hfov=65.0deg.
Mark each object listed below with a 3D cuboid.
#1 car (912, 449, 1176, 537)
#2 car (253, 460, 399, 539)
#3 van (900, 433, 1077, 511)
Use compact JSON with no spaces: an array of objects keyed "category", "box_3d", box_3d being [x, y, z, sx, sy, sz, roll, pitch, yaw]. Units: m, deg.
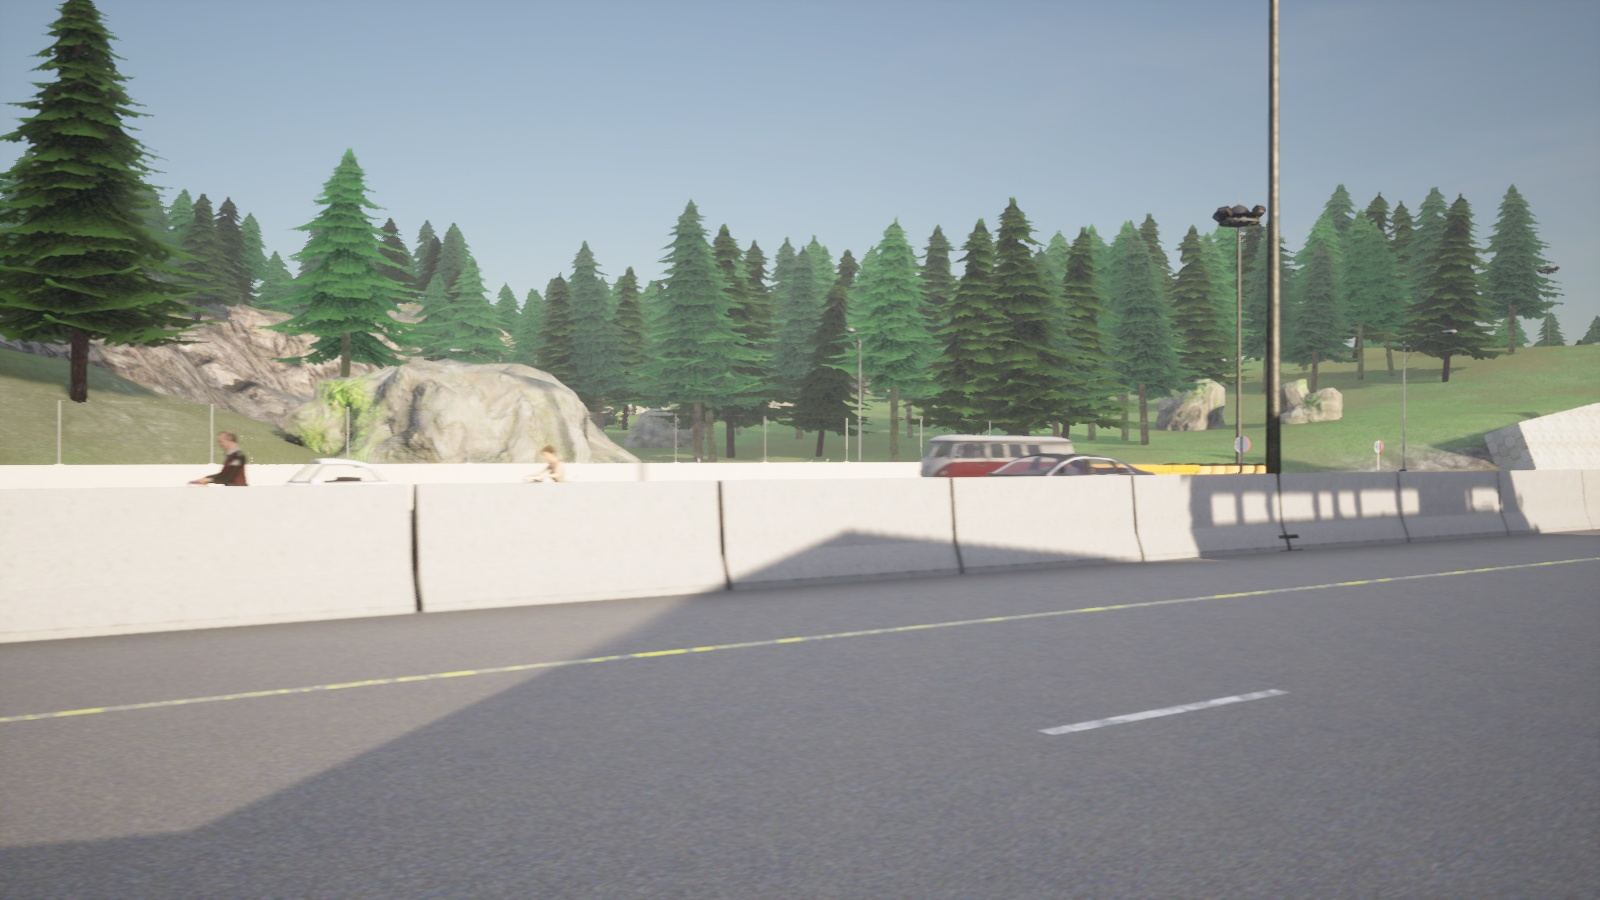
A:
[{"category":"car","box_3d":[4.712,0.750,23.995,4.902,1.511,2.128,0,0,-35]},{"category":"car","box_3d":[-8.740,0.875,23.161,2.207,1.376,1.481,0,0,-35]},{"category":"van","box_3d":[5.085,0.570,33.762,4.442,1.987,1.775,0,0,-24]}]
